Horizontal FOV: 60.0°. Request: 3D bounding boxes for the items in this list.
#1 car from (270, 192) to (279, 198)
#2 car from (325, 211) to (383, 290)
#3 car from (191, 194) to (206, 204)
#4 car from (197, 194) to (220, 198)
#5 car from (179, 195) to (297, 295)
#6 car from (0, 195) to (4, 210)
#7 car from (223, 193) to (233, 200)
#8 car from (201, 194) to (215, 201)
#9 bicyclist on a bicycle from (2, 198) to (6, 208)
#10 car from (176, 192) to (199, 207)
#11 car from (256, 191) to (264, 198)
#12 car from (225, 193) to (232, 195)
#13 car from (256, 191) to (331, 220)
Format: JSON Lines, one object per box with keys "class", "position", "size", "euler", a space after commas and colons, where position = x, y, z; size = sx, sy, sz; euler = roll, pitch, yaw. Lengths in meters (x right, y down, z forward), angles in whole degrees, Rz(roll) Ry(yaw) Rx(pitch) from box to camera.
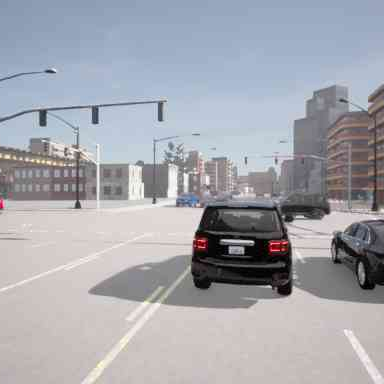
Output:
{"class": "car", "position": [20.857, 0.743, 84.464], "size": [2.033, 1.411, 5.357], "euler": [0, 1, 11]}
{"class": "car", "position": [5.095, 1.505, 8.918], "size": [1.837, 1.490, 4.892], "euler": [0, 0, 11]}
{"class": "car", "position": [1.159, 1.217, 57.940], "size": [1.837, 1.490, 4.892], "euler": [0, 1, 11]}
{"class": "car", "position": [2.328, 1.381, 46.057], "size": [1.837, 1.490, 4.892], "euler": [0, 1, 11]}
{"class": "car", "position": [1.534, 1.221, 9.038], "size": [2.150, 2.045, 5.566], "euler": [0, 0, 14]}
{"class": "car", "position": [-19.739, 1.352, 29.550], "size": [4.553, 1.767, 2.097], "euler": [0, 0, 10]}
{"class": "car", "position": [8.084, 0.926, 74.198], "size": [1.812, 1.442, 4.674], "euler": [0, 1, 11]}
{"class": "car", "position": [3.297, 1.075, 68.204], "size": [2.033, 1.411, 5.357], "euler": [0, 1, 12]}
{"class": "bicyclist on a bicycle", "position": [-23.840, 1.303, 41.444], "size": [0.582, 1.620, 1.656], "euler": [0, 0, 10]}
{"class": "car", "position": [-0.753, 1.079, 48.463], "size": [2.150, 2.045, 5.566], "euler": [0, 1, 12]}
{"class": "car", "position": [17.423, 0.559, 85.141], "size": [2.097, 1.767, 4.553], "euler": [0, 1, 11]}
{"class": "car", "position": [6.034, 1.091, 64.244], "size": [1.837, 1.490, 4.892], "euler": [0, 1, 12]}
{"class": "car", "position": [8.250, 1.195, 26.885], "size": [5.566, 2.045, 2.150], "euler": [0, 0, -1]}
